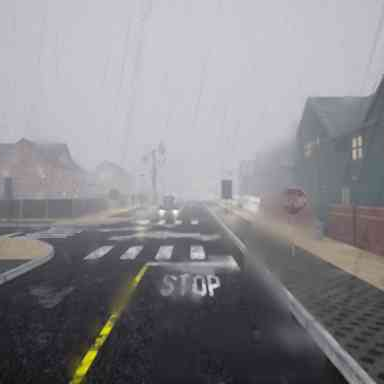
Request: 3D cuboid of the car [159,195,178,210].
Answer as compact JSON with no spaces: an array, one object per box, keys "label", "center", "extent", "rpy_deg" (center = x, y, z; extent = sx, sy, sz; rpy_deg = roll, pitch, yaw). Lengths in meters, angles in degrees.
[{"label":"car","center":[-2.758,1.171,40.291],"extent":[2.097,1.767,4.553],"rpy_deg":[0,0,0]}]
